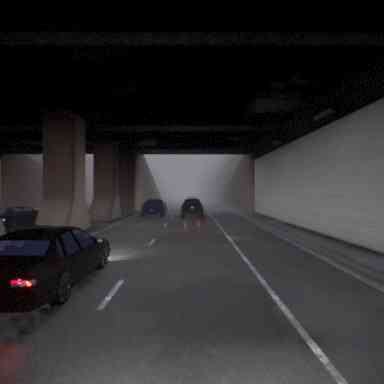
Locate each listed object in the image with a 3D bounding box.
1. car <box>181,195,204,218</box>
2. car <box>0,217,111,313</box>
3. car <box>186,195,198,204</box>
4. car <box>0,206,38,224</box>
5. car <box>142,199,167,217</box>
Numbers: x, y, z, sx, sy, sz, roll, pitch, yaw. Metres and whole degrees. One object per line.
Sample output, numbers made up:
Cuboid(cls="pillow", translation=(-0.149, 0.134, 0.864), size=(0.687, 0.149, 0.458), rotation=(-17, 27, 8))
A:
Cuboid(cls="car", translation=(0.036, 1.329, 29.541), size=(2.033, 1.649, 4.856), rotation=(0, 0, 0))
Cuboid(cls="car", translation=(-3.404, 1.522, 7.890), size=(2.033, 1.411, 5.357), rotation=(0, 0, 0))
Cuboid(cls="car", translation=(0.012, 1.318, 59.127), size=(2.163, 1.488, 4.792), rotation=(0, 0, 0))
Cuboid(cls="car", translation=(-10.597, 1.538, 19.640), size=(1.895, 1.301, 4.718), rotation=(0, 0, 0))
Cuboid(cls="car", translation=(-3.396, 1.381, 30.517), size=(1.882, 1.535, 5.008), rotation=(0, 0, 0))
